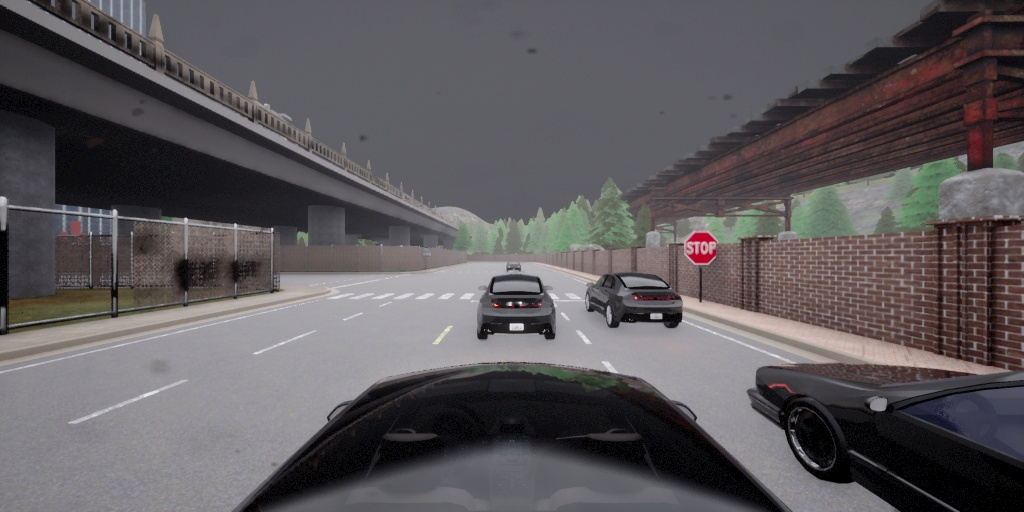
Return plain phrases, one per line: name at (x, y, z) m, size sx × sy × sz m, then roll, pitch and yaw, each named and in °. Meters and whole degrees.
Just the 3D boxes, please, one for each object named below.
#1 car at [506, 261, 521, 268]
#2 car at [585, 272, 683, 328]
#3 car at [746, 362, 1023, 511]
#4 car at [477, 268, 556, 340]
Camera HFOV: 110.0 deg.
car at (0.209, 1.351, 46.282) m, size 1.895 × 1.301 × 4.718 m, roll 0°, pitch 0°, yaw -1°
car at (3.606, 1.255, 11.355) m, size 1.837 × 1.490 × 4.892 m, roll 0°, pitch 0°, yaw 0°
car at (3.600, 1.297, 1.609) m, size 2.033 × 1.411 × 5.357 m, roll 0°, pitch 0°, yaw 0°
car at (0.103, 1.255, 9.998) m, size 1.837 × 1.490 × 4.892 m, roll 0°, pitch 0°, yaw 0°
